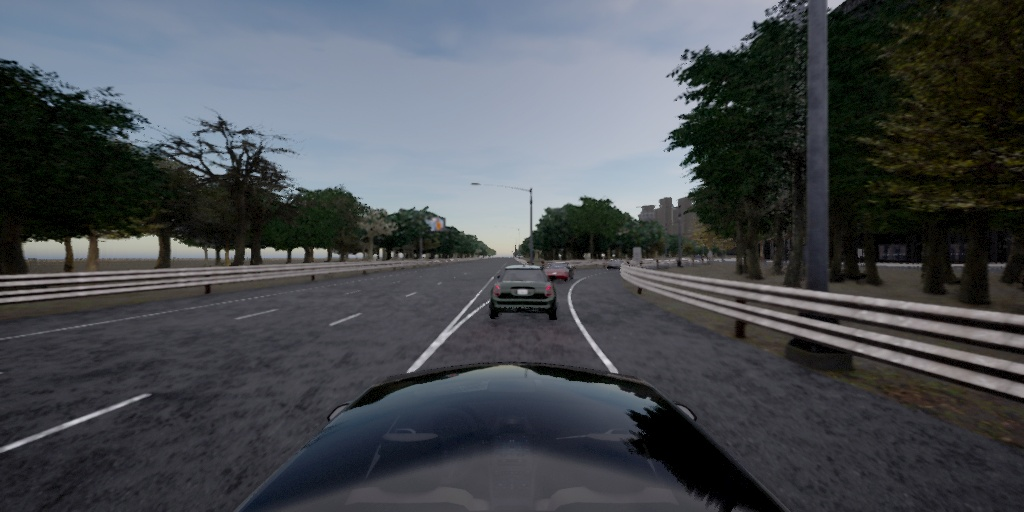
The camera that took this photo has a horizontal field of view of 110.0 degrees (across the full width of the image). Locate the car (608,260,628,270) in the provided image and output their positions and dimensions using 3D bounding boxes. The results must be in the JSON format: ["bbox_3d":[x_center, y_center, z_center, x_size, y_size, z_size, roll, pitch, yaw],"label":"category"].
[{"bbox_3d":[15.866,1.287,53.690,1.994,1.385,4.181,0,0,35],"label":"car"}]

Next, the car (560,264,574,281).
[{"bbox_3d":[3.944,1.312,29.599,1.994,1.385,4.181,0,0,17],"label":"car"}]

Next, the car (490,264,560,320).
[{"bbox_3d":[0.531,1.101,12.920,2.097,1.767,4.553,0,0,6],"label":"car"}]
